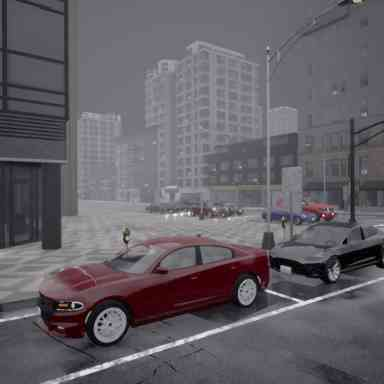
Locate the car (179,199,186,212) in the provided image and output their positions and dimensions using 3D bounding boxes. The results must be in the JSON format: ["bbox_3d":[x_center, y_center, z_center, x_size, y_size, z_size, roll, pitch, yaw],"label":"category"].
[{"bbox_3d":[-2.371,2.044,46.237,2.033,1.411,5.357,0,0,-36],"label":"car"}]

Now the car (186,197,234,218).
[{"bbox_3d":[1.779,1.722,34.744,2.097,1.767,4.553,0,-1,-35],"label":"car"}]

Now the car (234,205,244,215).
[{"bbox_3d":[3.755,1.873,37.570,1.837,1.490,4.892,0,-1,-35],"label":"car"}]

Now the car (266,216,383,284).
[{"bbox_3d":[4.121,1.564,9.591,4.313,1.339,1.947,0,0,-35],"label":"car"}]

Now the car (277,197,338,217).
[{"bbox_3d":[9.760,1.457,29.083,2.150,2.045,5.566,0,-1,-35],"label":"car"}]

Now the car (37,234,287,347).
[{"bbox_3d":[-0.475,1.545,6.314,4.507,1.381,1.887,0,0,-35],"label":"car"}]

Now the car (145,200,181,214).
[{"bbox_3d":[-4.141,2.042,43.101,2.033,1.411,5.357,0,0,-36],"label":"car"}]

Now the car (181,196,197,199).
[{"bbox_3d":[-0.705,1.761,55.469,2.150,2.045,5.566,0,0,-35],"label":"car"}]

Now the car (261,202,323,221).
[{"bbox_3d":[7.617,1.767,26.488,1.812,1.442,4.674,0,-1,-35],"label":"car"}]
